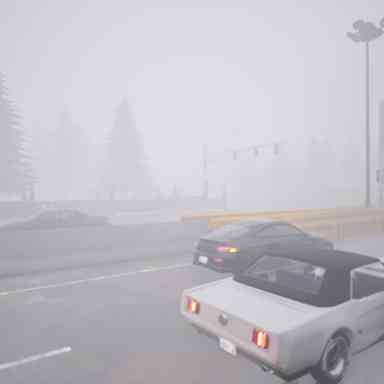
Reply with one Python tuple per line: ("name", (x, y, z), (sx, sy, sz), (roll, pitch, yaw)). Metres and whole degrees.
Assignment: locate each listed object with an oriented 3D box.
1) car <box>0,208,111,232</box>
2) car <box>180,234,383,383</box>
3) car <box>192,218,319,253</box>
("car", (-6.772, 1.528, 16.342), (5.357, 1.411, 2.033), (-1, 0, -35))
("car", (2.252, 1.575, 5.335), (4.718, 1.301, 1.895), (-1, 0, -35))
("car", (2.155, 1.481, 9.552), (4.674, 1.442, 1.812), (-1, 0, -35))
